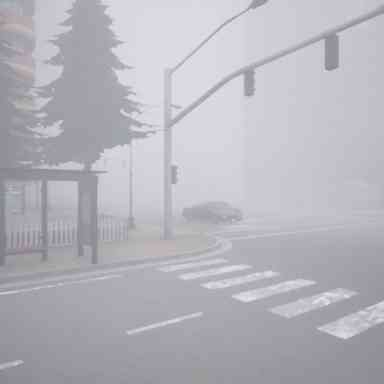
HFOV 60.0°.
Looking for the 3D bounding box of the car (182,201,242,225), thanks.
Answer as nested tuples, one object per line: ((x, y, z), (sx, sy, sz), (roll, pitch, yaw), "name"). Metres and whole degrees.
((1.320, 1.593, 25.131), (2.033, 1.411, 5.357), (0, 0, -35), "car")

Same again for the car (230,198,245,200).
((2.361, 1.549, 29.706), (1.837, 1.490, 4.892), (0, 0, -35), "car")
